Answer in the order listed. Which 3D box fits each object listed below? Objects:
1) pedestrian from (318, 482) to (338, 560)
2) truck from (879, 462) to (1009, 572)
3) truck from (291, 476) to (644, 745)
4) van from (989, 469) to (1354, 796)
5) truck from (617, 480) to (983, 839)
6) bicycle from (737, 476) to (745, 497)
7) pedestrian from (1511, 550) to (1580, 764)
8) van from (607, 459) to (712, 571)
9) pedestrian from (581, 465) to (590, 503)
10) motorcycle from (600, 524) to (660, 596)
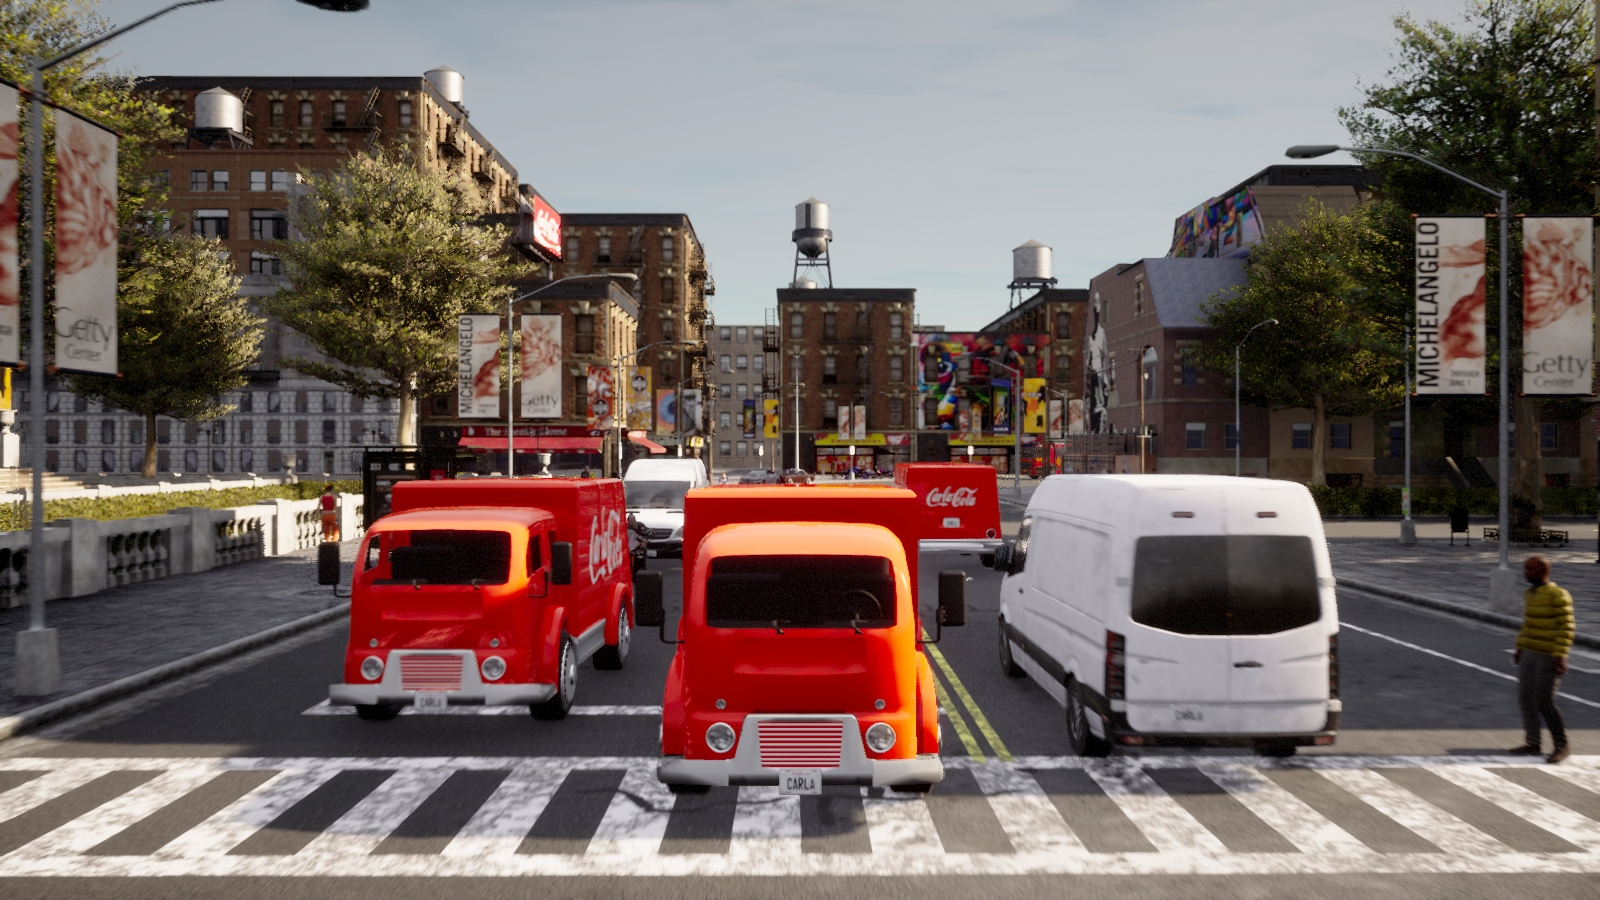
[{"bbox_3d":[-11.347,1.695,27.485,0.375,1.860,0.375,0,0,-10],"label":"pedestrian"},{"bbox_3d":[3.498,1.568,28.890,2.627,2.467,5.204,0,0,0],"label":"truck"},{"bbox_3d":[-3.498,1.573,13.420,2.627,2.467,5.204,0,0,0],"label":"truck"},{"bbox_3d":[3.509,1.534,12.253,1.988,2.561,5.915,0,0,0],"label":"van"},{"bbox_3d":[0.000,1.572,10.803,2.627,2.467,5.204,0,0,0],"label":"truck"},{"bbox_3d":[-3.570,2.204,68.685,0.373,1.196,1.643,0,0,1],"label":"bicycle"},{"bbox_3d":[6.717,1.849,10.302,0.375,1.860,0.375,0,0,-2],"label":"pedestrian"},{"bbox_3d":[-3.491,1.534,29.524,1.988,2.561,5.915,0,0,0],"label":"van"},{"bbox_3d":[-10.634,1.695,56.535,0.375,1.860,0.375,0,0,0],"label":"pedestrian"},{"bbox_3d":[-3.431,2.204,23.295,0.867,1.251,2.209,0,0,1],"label":"motorcycle"}]
